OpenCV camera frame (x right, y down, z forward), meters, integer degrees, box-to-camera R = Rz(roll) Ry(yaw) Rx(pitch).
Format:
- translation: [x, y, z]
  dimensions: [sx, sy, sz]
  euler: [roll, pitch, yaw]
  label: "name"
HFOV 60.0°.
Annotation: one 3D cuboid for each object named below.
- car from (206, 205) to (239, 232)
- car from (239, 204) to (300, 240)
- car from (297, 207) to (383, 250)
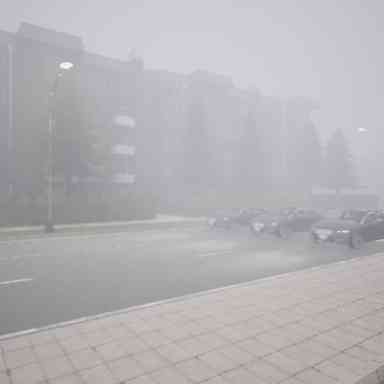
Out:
- translation: [3.084, 1.516, 20.211]
  dimensions: [4.902, 1.511, 2.128]
  euler: [0, 0, -35]
  label: "car"
- translation: [5.115, 1.516, 17.360]
  dimensions: [4.902, 1.511, 2.128]
  euler: [0, 0, -35]
  label: "car"
- translation: [7.152, 1.516, 14.514]
  dimensions: [4.902, 1.511, 2.128]
  euler: [0, 0, -35]
  label: "car"
